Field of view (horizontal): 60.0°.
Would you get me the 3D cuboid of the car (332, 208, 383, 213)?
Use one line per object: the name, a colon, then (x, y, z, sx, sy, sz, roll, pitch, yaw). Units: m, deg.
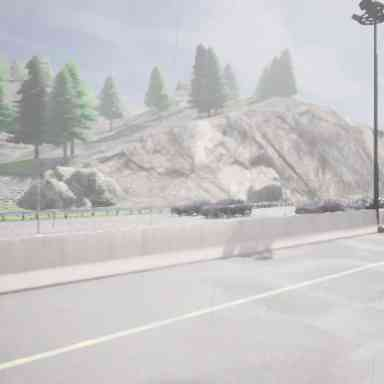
car: (13.849, 1.274, 26.743, 4.902, 1.511, 2.128, -1, 0, -35)

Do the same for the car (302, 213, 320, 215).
car: (11.399, 1.335, 29.298, 5.357, 1.411, 2.033, -1, 0, -35)
